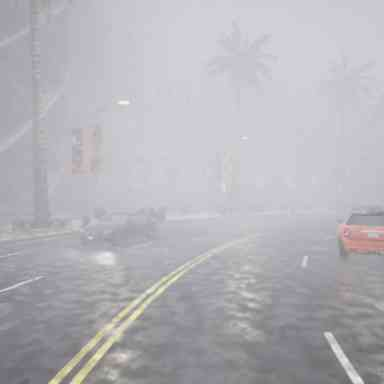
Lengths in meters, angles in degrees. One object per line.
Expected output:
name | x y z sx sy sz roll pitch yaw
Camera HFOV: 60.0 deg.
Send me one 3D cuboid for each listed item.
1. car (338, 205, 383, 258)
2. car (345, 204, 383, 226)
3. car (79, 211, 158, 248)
car | 6.910 1.497 13.061 2.097 1.767 4.553 0 -1 23
car | 14.533 1.802 26.917 4.892 1.490 1.837 0 -1 -37
car | -3.321 1.685 16.079 1.812 1.442 4.674 0 -1 24
